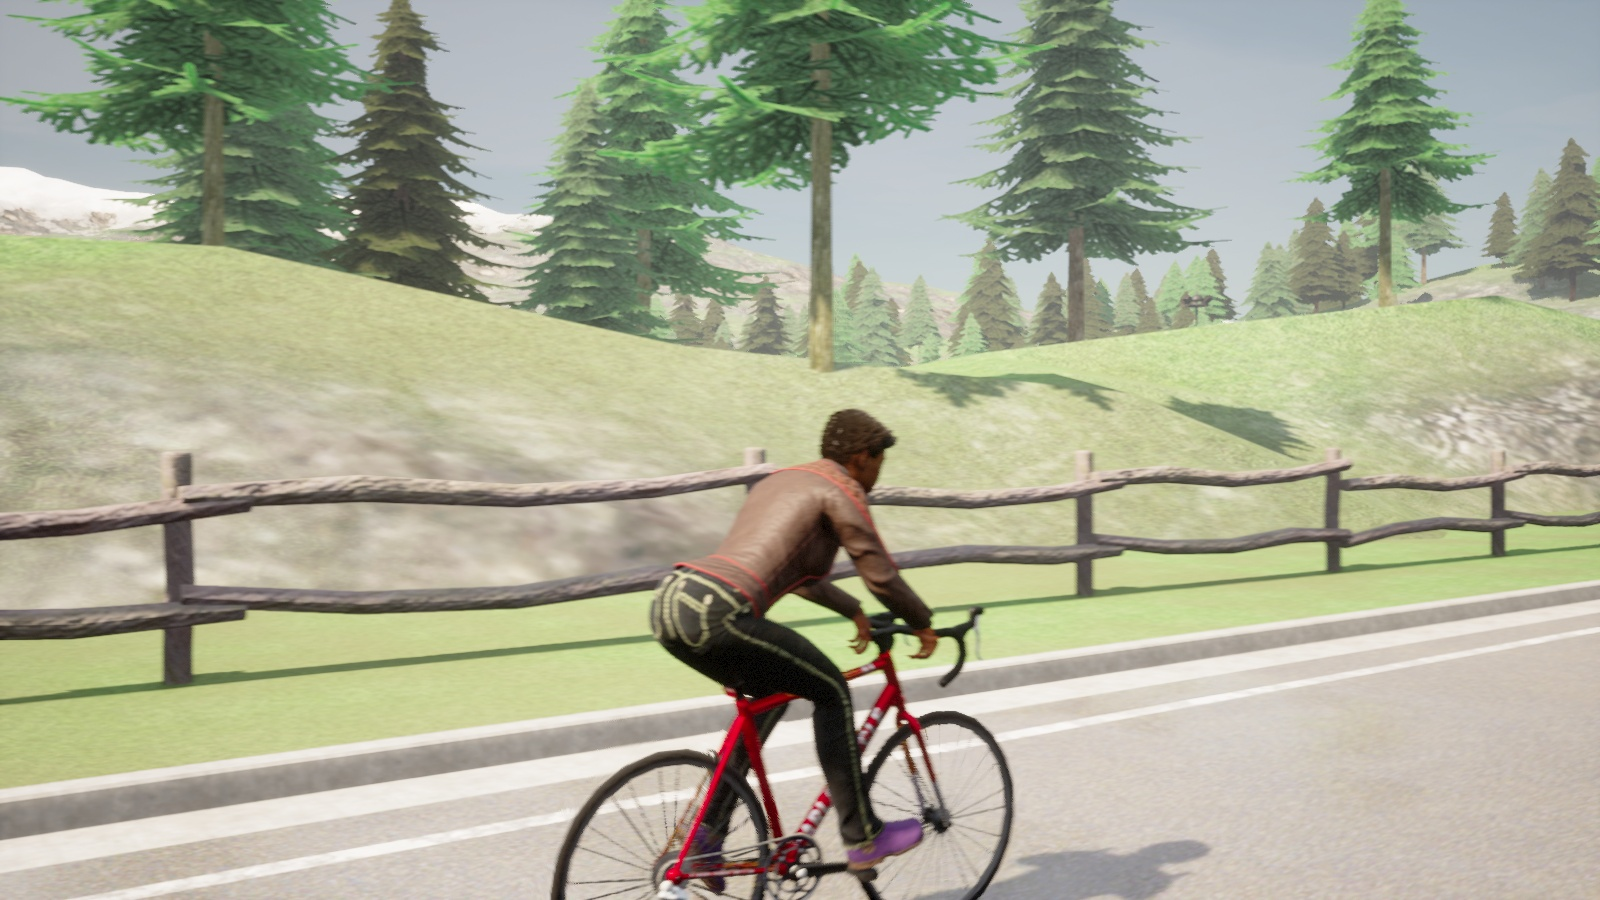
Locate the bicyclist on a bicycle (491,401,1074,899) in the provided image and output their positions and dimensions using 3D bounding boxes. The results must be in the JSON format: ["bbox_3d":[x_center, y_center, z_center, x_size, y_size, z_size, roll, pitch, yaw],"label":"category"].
[{"bbox_3d":[0.005,0.699,3.662,1.656,1.620,0.582,0,0,-35],"label":"bicyclist on a bicycle"}]
